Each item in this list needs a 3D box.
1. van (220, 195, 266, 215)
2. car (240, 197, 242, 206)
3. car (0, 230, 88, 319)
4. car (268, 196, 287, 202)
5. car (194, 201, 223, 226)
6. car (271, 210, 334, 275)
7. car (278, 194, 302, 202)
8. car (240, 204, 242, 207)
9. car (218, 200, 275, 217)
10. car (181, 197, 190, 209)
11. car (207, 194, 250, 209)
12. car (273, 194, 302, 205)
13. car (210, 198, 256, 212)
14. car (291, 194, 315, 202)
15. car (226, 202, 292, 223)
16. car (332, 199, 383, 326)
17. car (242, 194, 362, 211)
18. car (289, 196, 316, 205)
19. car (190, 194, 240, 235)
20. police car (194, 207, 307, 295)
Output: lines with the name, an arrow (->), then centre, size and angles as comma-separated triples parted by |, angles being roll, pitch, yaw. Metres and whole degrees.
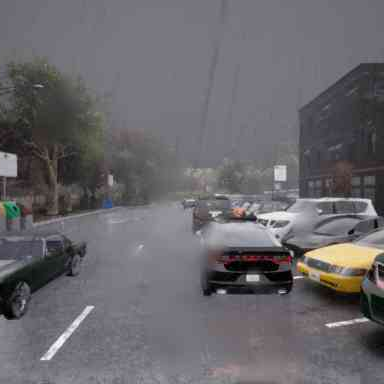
van -> 5.344, 1.323, 35.168 | 4.442, 1.987, 1.878 | 1, 0, -20
car -> 5.248, 1.382, 20.101 | 4.553, 1.767, 2.185 | 1, 0, -20
car -> -3.959, 1.605, 7.474 | 1.895, 1.301, 4.718 | 0, 0, -1
car -> 20.593, 1.719, 80.285 | 2.163, 1.488, 4.792 | 0, -1, -22
car -> 1.101, 1.512, 24.783 | 1.882, 1.535, 5.008 | 0, 0, 0
car -> 5.269, 1.523, 11.085 | 4.792, 1.488, 2.163 | 1, 0, -20
car -> 23.616, 1.440, 80.383 | 2.435, 2.045, 5.566 | 0, -1, -22
car -> 5.261, 1.532, 17.086 | 4.792, 1.488, 2.163 | 1, 0, -20
car -> 5.238, 1.538, 32.122 | 5.008, 1.535, 2.097 | 1, 0, -20
car -> -0.203, 1.619, 46.323 | 1.812, 1.442, 4.674 | 0, 0, 0
car -> 5.187, 1.330, 47.160 | 5.566, 2.045, 2.435 | 1, 0, -20
car -> 18.077, 1.384, 63.214 | 2.435, 2.045, 5.566 | 0, 1, -22
car -> 5.027, 1.558, 41.065 | 5.366, 1.575, 1.946 | 1, 0, -20
car -> 26.676, 1.441, 80.434 | 2.435, 2.045, 5.566 | 1, -1, -22
car -> 5.266, 1.562, 26.110 | 4.674, 1.452, 2.002 | 1, 0, -20
car -> 5.299, 1.236, 5.070 | 5.566, 2.045, 2.435 | 1, 0, -20
car -> 5.269, 1.246, 14.087 | 5.566, 2.045, 2.435 | 1, 0, -20
car -> 20.991, 1.666, 63.342 | 2.163, 1.488, 4.792 | 0, 1, -22
car -> 1.119, 1.245, 18.813 | 2.150, 2.045, 5.566 | 0, 0, 0
police car -> 1.145, 1.431, 8.892 | 1.930, 1.638, 5.238 | 0, 0, 0
